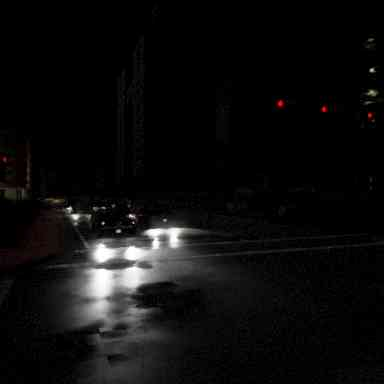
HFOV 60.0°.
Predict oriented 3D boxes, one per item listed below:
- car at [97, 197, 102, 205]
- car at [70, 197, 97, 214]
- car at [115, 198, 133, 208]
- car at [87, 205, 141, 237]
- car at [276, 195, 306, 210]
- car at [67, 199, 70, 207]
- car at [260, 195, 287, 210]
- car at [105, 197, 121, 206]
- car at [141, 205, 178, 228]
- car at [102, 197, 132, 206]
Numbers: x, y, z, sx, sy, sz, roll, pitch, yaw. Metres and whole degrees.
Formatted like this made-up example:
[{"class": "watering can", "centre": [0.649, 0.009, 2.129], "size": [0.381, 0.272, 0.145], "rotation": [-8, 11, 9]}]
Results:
[{"class": "car", "centre": [-15.554, 1.586, 54.142], "size": [1.882, 1.535, 5.008], "rotation": [0, 0, -23]}, {"class": "car", "centre": [-11.854, 1.518, 36.011], "size": [1.882, 1.535, 5.008], "rotation": [0, 0, -23]}, {"class": "car", "centre": [-10.529, 1.631, 51.337], "size": [1.812, 1.442, 4.674], "rotation": [0, 0, -22]}, {"class": "car", "centre": [-4.407, 1.606, 18.216], "size": [1.895, 1.301, 4.718], "rotation": [0, 0, -23]}, {"class": "car", "centre": [13.305, 1.357, 44.848], "size": [1.905, 1.878, 3.866], "rotation": [0, 0, -22]}, {"class": "car", "centre": [-18.778, 1.742, 52.777], "size": [1.895, 1.301, 4.718], "rotation": [0, 0, -23]}, {"class": "car", "centre": [10.586, 1.340, 43.727], "size": [1.905, 1.878, 3.866], "rotation": [0, 0, -22]}, {"class": "car", "centre": [-14.526, 1.616, 60.745], "size": [2.128, 1.511, 4.902], "rotation": [0, 0, -23]}, {"class": "car", "centre": [-2.446, 1.594, 22.601], "size": [1.994, 1.385, 4.181], "rotation": [0, 0, -23]}, {"class": "car", "centre": [-8.010, 1.409, 35.894], "size": [2.097, 1.767, 4.553], "rotation": [0, 0, -23]}]
